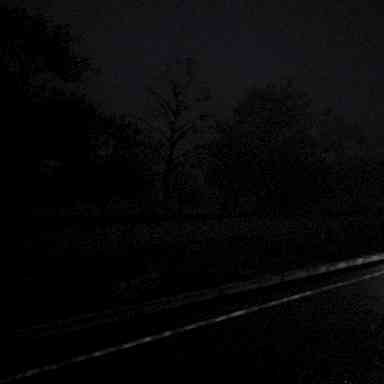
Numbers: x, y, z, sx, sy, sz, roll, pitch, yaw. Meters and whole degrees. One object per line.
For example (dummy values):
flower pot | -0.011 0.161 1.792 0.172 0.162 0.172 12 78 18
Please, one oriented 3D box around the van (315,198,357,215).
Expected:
van | 17.195 1.759 40.747 1.878 1.987 4.442 2 -1 -35

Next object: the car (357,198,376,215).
car | 19.602 1.825 42.352 2.435 2.045 5.566 2 -1 -35

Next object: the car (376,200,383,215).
car | 21.971 2.171 43.779 1.946 1.575 5.366 3 -1 -35
